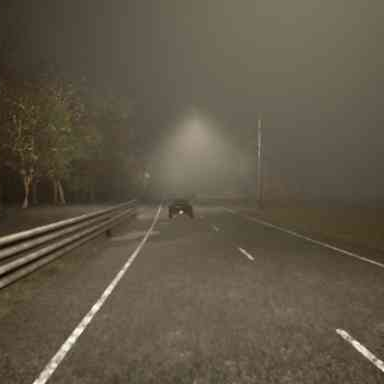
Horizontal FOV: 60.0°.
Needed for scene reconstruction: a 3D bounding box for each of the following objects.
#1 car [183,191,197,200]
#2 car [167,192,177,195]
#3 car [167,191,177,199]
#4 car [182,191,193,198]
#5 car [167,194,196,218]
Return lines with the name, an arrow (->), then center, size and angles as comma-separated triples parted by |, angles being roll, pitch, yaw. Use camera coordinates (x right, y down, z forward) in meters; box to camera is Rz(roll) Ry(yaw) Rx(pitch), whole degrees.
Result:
car -> -0.299, 0.599, 64.221 | 2.097, 1.767, 4.553 | 0, 1, -4
car -> -3.075, 0.904, 55.561 | 2.033, 1.411, 5.357 | 0, 1, -3
car -> -4.560, 0.657, 74.375 | 2.128, 1.511, 4.902 | 0, 1, -4
car -> -1.042, 0.499, 74.231 | 2.033, 1.411, 5.357 | 0, 1, -4
car -> -0.965, 1.197, 26.887 | 1.837, 1.490, 4.892 | 0, 1, -4
